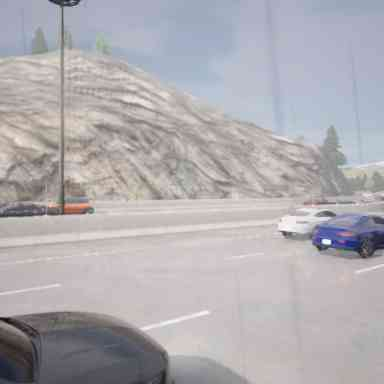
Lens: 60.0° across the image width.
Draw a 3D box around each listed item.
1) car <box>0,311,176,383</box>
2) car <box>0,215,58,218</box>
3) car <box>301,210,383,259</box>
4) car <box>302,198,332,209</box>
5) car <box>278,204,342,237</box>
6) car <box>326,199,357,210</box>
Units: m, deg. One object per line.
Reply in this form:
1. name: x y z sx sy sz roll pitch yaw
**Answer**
1. car: -2.367 1.505 2.059 4.892 1.490 1.837 0 0 -36
2. car: -11.380 1.508 21.671 4.892 1.490 1.837 0 0 -36
3. car: 6.450 1.527 12.649 4.674 1.442 1.812 0 0 -36
4. car: 17.885 1.606 47.506 4.718 1.301 1.895 0 0 -39
5. car: 6.332 1.527 16.864 4.674 1.442 1.812 0 0 -36
6. car: 20.181 1.605 44.870 4.718 1.301 1.895 0 0 -39
